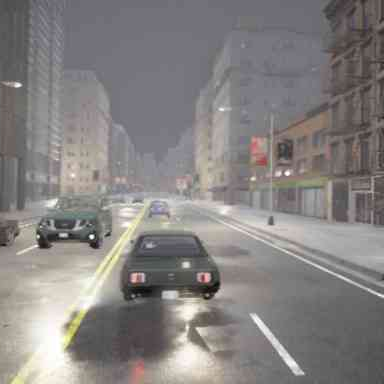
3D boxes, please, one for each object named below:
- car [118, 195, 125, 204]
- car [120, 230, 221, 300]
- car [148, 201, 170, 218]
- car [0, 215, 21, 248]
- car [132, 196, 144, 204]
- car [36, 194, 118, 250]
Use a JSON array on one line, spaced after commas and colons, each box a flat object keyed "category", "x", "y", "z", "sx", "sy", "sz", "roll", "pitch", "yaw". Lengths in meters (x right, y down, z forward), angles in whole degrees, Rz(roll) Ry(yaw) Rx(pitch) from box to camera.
[{"category": "car", "x": -12.508, "y": 1.251, "z": 57.243, "sx": 1.812, "sy": 1.442, "sz": 4.674, "roll": 1, "pitch": 0, "yaw": -6}, {"category": "car", "x": -0.619, "y": 1.590, "z": 8.305, "sx": 1.895, "sy": 1.301, "sz": 4.718, "roll": 1, "pitch": 0, "yaw": -6}, {"category": "car", "x": -2.916, "y": 1.485, "z": 29.723, "sx": 2.033, "sy": 1.411, "sz": 5.357, "roll": 1, "pitch": 0, "yaw": -6}, {"category": "car", "x": -7.670, "y": 1.393, "z": 11.236, "sx": 2.033, "sy": 1.411, "sz": 5.357, "roll": 1, "pitch": 0, "yaw": -6}, {"category": "car", "x": -9.287, "y": 1.396, "z": 57.679, "sx": 2.033, "sy": 1.411, "sz": 5.357, "roll": 1, "pitch": 0, "yaw": -6}, {"category": "car", "x": -4.714, "y": 1.127, "z": 14.226, "sx": 2.150, "sy": 2.045, "sz": 5.566, "roll": 1, "pitch": 0, "yaw": -6}]
